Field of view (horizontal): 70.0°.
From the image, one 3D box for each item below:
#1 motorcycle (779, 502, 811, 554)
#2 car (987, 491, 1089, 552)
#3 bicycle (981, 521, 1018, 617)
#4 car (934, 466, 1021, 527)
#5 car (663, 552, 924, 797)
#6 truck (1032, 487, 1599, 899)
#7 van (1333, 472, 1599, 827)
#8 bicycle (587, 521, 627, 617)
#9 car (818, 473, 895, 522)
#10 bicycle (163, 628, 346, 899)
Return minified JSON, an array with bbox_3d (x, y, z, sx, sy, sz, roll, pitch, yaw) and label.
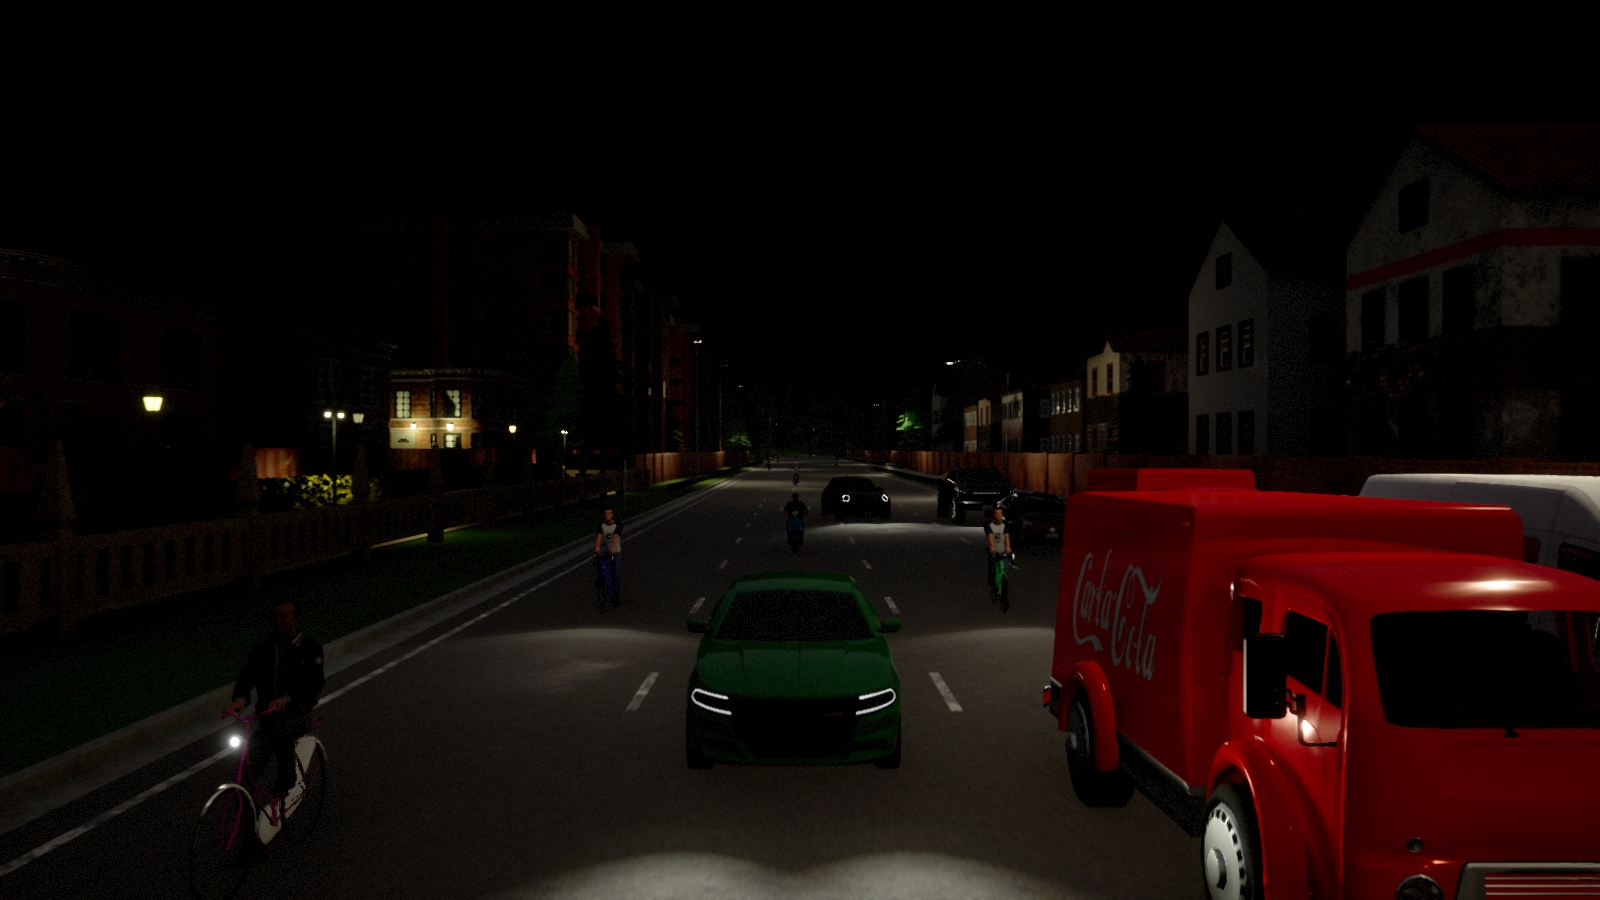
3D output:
[{"bbox_3d":[-0.127,2.129,31.515,0.856,1.316,1.805,0,0,0],"label":"motorcycle"},{"bbox_3d":[6.858,2.027,33.360,2.007,1.525,4.514,0,0,0],"label":"car"},{"bbox_3d":[3.490,2.048,20.052,0.373,1.496,1.643,0,1,0],"label":"bicycle"},{"bbox_3d":[6.820,1.737,44.637,2.390,2.098,6.274,0,0,0],"label":"car"},{"bbox_3d":[-0.062,2.029,11.710,2.097,1.535,5.006,0,0,0],"label":"car"},{"bbox_3d":[3.451,1.566,7.863,2.627,2.467,5.204,0,0,0],"label":"truck"},{"bbox_3d":[6.948,1.530,9.786,1.988,2.561,5.915,0,0,0],"label":"van"},{"bbox_3d":[-3.367,2.048,19.976,0.373,1.496,1.643,0,0,2],"label":"bicycle"},{"bbox_3d":[2.229,1.888,46.615,2.097,1.767,4.553,0,0,-11],"label":"car"},{"bbox_3d":[-3.538,2.056,7.560,0.329,1.471,1.835,0,0,0],"label":"bicycle"}]
